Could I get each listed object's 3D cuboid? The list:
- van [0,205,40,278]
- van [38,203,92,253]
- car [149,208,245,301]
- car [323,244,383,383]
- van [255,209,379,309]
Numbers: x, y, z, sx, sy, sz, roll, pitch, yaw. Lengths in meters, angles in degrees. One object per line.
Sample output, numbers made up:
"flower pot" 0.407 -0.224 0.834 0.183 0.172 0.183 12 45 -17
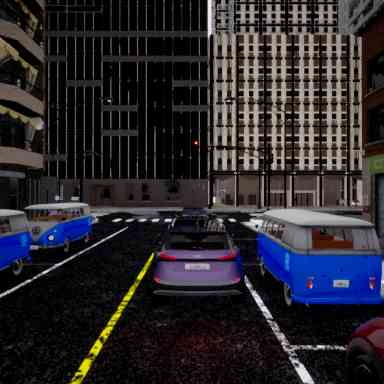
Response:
"van" -5.306 1.343 7.585 1.690 1.788 3.998 0 0 0
"van" -5.303 1.345 13.274 1.690 1.788 3.998 0 0 0
"car" 0.105 1.432 8.343 2.033 1.649 4.856 0 0 0
"car" 2.570 1.440 1.895 1.967 1.590 4.097 0 0 0
"van" 2.574 1.343 7.586 1.690 1.788 3.998 0 0 0
